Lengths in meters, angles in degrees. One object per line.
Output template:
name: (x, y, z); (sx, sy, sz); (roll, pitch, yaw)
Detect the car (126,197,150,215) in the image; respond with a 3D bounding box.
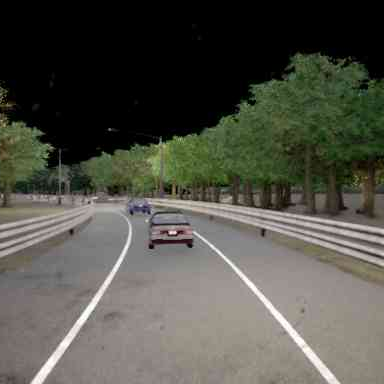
car: (-5.737, 1.409, 34.983); (2.097, 1.767, 4.553); (0, 0, -18)

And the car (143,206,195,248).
car: (-1.061, 1.561, 14.892); (2.033, 1.411, 5.357); (0, 0, -8)
